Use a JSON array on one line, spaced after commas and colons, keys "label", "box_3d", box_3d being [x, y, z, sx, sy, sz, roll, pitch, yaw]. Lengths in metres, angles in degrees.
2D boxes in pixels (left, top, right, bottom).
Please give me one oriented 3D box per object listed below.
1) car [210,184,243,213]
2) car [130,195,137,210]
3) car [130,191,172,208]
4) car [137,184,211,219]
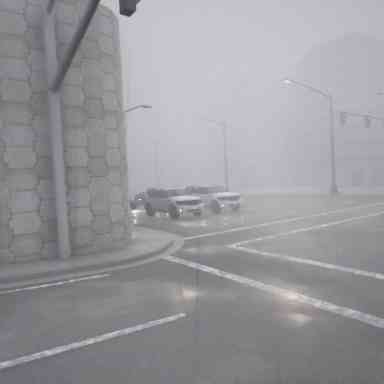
[{"label": "car", "box_3d": [1.399, 0.428, 25.632, 2.150, 2.045, 5.566, -5, 3, -35]}, {"label": "car", "box_3d": [-6.862, 1.002, 31.317, 1.994, 1.385, 4.181, -5, 3, -35]}, {"label": "car", "box_3d": [-4.209, 0.695, 33.613, 2.128, 1.511, 4.902, -5, 3, -35]}, {"label": "car", "box_3d": [-1.448, 0.663, 23.611, 2.150, 2.045, 5.566, -5, 3, -35]}]
